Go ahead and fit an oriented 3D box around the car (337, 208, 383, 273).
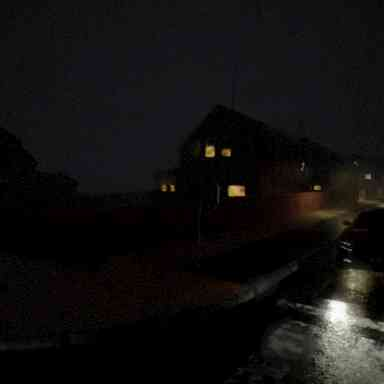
[{"bbox_3d":[5.553,1.229,9.485,1.882,1.535,5.008,2,2,35],"label":"car"}]
